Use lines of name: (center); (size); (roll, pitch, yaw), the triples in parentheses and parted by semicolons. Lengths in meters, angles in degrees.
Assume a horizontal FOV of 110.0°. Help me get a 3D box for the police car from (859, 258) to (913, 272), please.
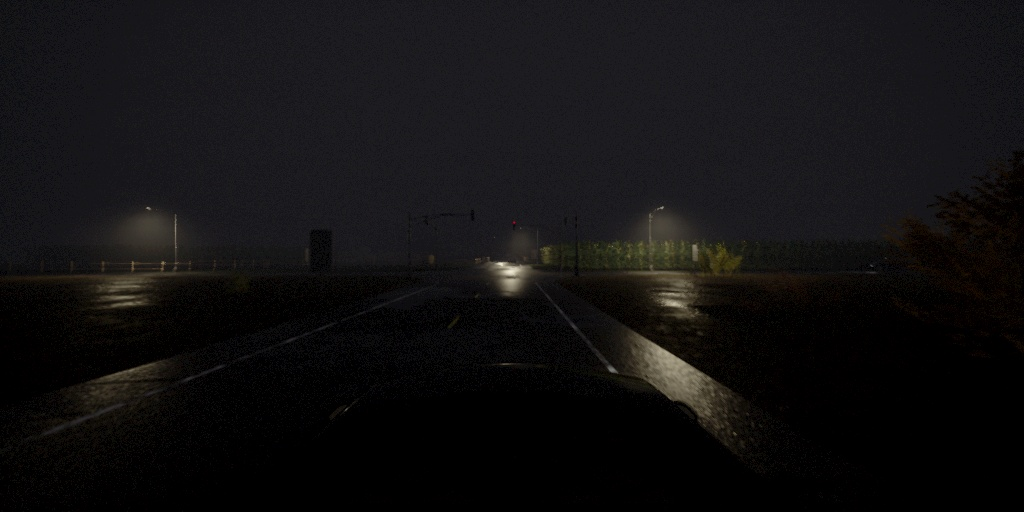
police car: (43.428, 0.993, 41.748); (5.238, 1.638, 1.930); (0, 0, 0)
